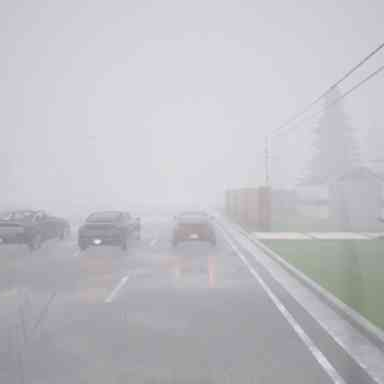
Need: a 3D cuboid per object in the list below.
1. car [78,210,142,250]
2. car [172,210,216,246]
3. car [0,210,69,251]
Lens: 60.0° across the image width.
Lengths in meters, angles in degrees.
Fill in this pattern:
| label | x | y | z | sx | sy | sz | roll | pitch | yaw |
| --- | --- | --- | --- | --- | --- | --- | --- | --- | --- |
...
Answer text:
| label | x | y | z | sx | sy | sz | roll | pitch | yaw |
| --- | --- | --- | --- | --- | --- | --- | --- | --- | --- |
| car | -3.411 | 1.542 | 14.440 | 1.837 | 1.490 | 4.892 | 0 | 0 | 0 |
| car | 0.085 | 1.565 | 15.327 | 1.812 | 1.442 | 4.674 | 0 | 0 | 0 |
| car | -6.911 | 1.529 | 14.361 | 2.128 | 1.511 | 4.902 | 0 | 0 | 0 |
